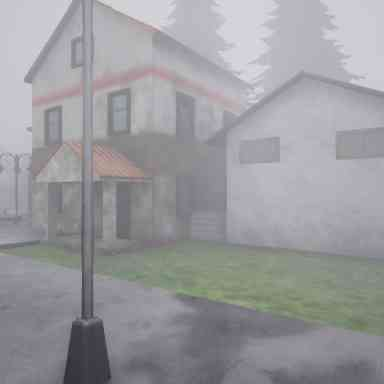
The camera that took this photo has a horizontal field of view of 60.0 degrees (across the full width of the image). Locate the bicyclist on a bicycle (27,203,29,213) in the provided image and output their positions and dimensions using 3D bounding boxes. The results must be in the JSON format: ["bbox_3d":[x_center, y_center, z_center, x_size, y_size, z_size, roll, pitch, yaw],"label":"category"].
[{"bbox_3d":[-16.031,1.338,33.278,1.656,1.620,0.582,0,0,35],"label":"bicyclist on a bicycle"}]
